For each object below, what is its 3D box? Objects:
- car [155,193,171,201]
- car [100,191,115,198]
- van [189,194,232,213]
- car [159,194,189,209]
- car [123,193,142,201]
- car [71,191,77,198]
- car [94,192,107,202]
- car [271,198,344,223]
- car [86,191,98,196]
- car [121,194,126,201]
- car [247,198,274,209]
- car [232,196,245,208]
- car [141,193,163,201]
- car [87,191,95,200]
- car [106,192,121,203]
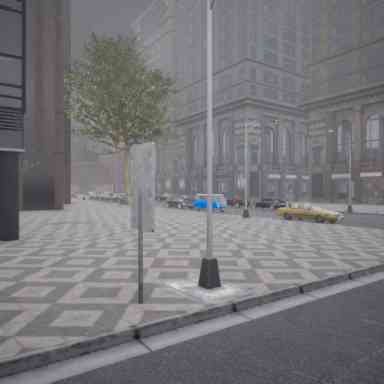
[{"bbox_3d":[-4.135,0.879,56.434,1.967,1.590,4.097,1,0,-35],"label":"car"},{"bbox_3d":[-20.251,0.586,79.435,1.887,1.381,4.507,1,0,-35],"label":"car"},{"bbox_3d":[1.779,1.090,33.129,1.690,1.788,3.998,1,0,-35],"label":"van"},{"bbox_3d":[-1.446,1.229,37.731,2.008,1.369,4.403,1,0,-35],"label":"car"},{"bbox_3d":[-11.121,0.882,61.744,1.994,1.385,4.181,0,1,-35],"label":"car"},{"bbox_3d":[-27.228,0.483,74.540,1.967,1.590,4.097,1,0,-35],"label":"car"},{"bbox_3d":[-14.339,0.910,56.138,2.008,1.369,4.403,1,0,-35],"label":"car"},{"bbox_3d":[8.322,1.397,23.784,1.752,1.417,4.829,1,0,-35],"label":"car"},{"bbox_3d":[-26.697,0.470,88.636,1.802,1.307,4.206,1,0,-35],"label":"car"},{"bbox_3d":[-7.795,1.050,46.797,1.752,1.417,4.829,1,0,-35],"label":"car"},{"bbox_3d":[8.754,1.313,38.028,1.947,1.339,4.313,1,0,-35],"label":"car"},{"bbox_3d":[5.533,1.222,42.629,1.887,1.381,4.507,1,0,-35],"label":"car"},{"bbox_3d":[-7.360,0.909,61.034,2.008,1.369,4.403,1,0,-35],"label":"car"},{"bbox_3d":[-17.562,0.829,60.738,2.008,1.369,4.403,1,0,-35],"label":"car"},{"bbox_3d":[-11.115,0.991,51.537,2.008,1.369,4.403,1,0,-35],"label":"car"}]
